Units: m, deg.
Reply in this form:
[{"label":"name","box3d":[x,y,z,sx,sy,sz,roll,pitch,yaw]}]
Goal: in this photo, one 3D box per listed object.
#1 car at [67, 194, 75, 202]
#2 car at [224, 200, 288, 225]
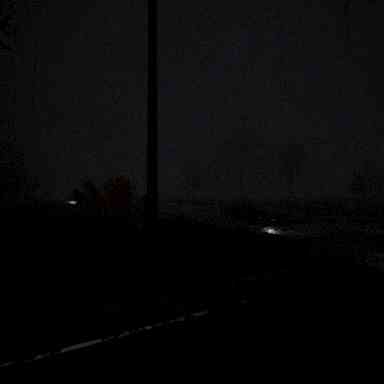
[{"label":"car","box3d":[-20.582,0.891,58.519,1.812,1.442,4.674,-1,1,-35]},{"label":"car","box3d":[4.326,1.350,23.216,1.882,1.535,5.008,-1,1,-35]}]
